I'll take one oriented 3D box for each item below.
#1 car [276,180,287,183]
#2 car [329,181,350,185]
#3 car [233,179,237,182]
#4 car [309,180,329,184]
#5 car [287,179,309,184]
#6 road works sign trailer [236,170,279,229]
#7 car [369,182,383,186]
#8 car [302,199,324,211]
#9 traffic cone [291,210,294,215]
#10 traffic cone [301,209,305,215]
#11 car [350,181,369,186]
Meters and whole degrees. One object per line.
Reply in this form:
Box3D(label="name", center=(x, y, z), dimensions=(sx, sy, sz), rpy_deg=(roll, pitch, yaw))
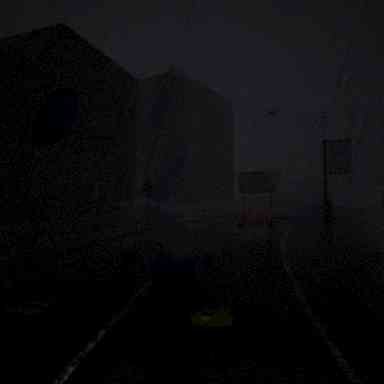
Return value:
Box3D(label="car", center=(18.536, -2.294, 76.764), dimensions=(4.892, 1.521, 2.231), rpy_deg=(1, -5, -11))
Box3D(label="car", center=(34.752, -1.960, 80.365), dimensions=(5.008, 1.535, 2.097), rpy_deg=(1, -5, -14))
Box3D(label="car", center=(7.808, -2.571, 74.625), dimensions=(4.553, 1.767, 2.185), rpy_deg=(1, -5, -11))
Box3D(label="car", center=(29.362, -2.050, 79.049), dimensions=(4.674, 1.452, 2.002), rpy_deg=(1, -5, -13))
Box3D(label="car", center=(23.946, -2.205, 77.855), dimensions=(4.892, 1.521, 2.231), rpy_deg=(1, -5, -11))
Box3D(label="road works sign trailer", center=(4.311, 0.440, 21.505), dimensions=(2.380, 3.560, 2.880), rpy_deg=(-2, 0, 28))
Box3D(label="car", center=(45.586, -1.639, 83.385), dimensions=(4.792, 1.488, 2.163), rpy_deg=(2, -5, -16))
Box3D(label="car", center=(16.413, 1.710, 43.993), dimensions=(4.674, 1.442, 1.812), rpy_deg=(0, -3, -42))
Box3D(label="traffic cone", center=(10.009, 1.979, 33.239), dimensions=(0.340, 0.580, 0.340), rpy_deg=(-3, -2, 27))
Box3D(label="traffic cone", center=(10.891, 1.939, 32.772), dimensions=(0.340, 0.580, 0.340), rpy_deg=(-3, -2, 27))
Box3D(label="car", center=(40.089, -1.947, 81.795), dimensions=(4.553, 1.767, 2.185), rpy_deg=(1, -5, -15))
